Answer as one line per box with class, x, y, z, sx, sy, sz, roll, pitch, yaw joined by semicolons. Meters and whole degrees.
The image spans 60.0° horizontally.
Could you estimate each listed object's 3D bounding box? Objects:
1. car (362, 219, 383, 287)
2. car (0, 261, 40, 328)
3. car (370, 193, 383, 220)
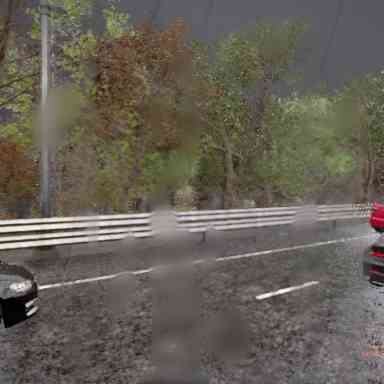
car;5.997;1.471;7.986;4.892;1.490;1.837;0;0;-35
car;-4.821;1.496;4.607;4.902;1.511;2.128;0;0;-35
car;10.412;1.115;15.248;5.566;2.045;2.150;3;3;-35
